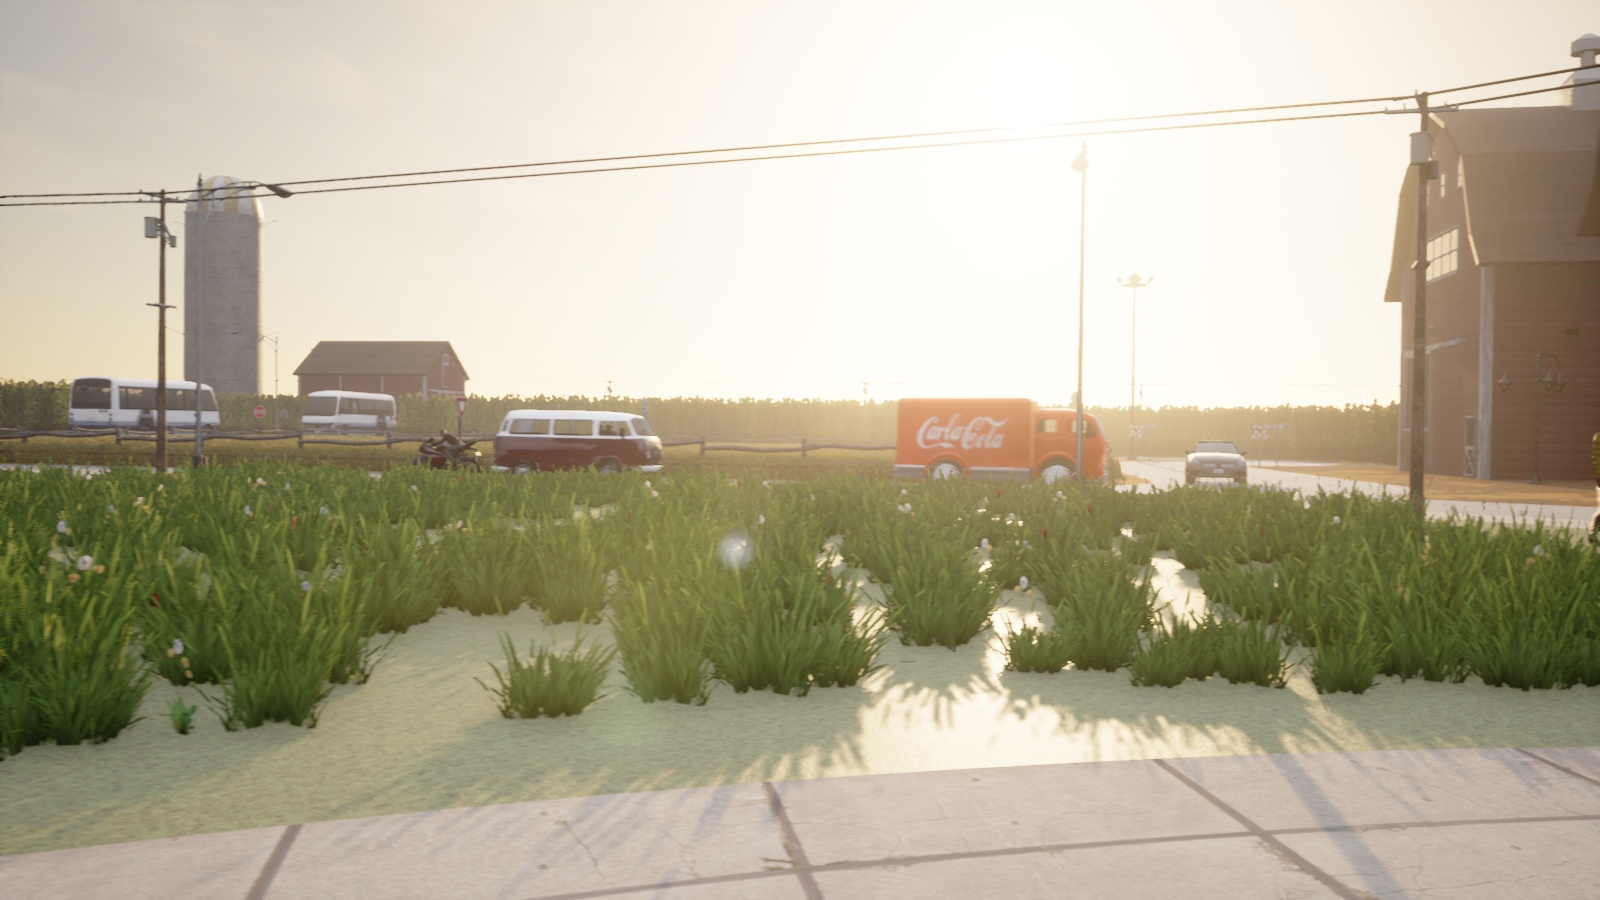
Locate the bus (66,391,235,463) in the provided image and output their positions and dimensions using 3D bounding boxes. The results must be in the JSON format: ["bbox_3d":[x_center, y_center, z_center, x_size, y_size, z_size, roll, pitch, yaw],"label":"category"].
[{"bbox_3d":[-41.237,-1.479,80.366,3.944,4.253,10.273,0,1,12],"label":"bus"}]

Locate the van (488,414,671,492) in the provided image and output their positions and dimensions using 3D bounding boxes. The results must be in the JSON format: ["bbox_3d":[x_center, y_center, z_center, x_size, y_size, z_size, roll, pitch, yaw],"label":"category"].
[{"bbox_3d":[-5.997,0.075,34.430,4.480,2.038,2.069,0,1,10],"label":"van"}]

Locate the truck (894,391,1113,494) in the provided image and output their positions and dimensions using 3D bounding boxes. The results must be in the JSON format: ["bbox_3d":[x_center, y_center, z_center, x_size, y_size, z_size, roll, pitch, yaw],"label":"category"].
[{"bbox_3d":[5.220,-0.197,31.885,5.204,2.467,2.627,0,1,16],"label":"truck"}]

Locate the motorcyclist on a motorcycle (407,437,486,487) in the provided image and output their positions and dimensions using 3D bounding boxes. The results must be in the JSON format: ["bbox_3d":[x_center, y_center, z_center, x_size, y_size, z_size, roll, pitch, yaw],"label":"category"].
[{"bbox_3d":[-10.967,0.361,39.023,2.191,1.530,0.866,0,1,11],"label":"motorcyclist on a motorcycle"}]

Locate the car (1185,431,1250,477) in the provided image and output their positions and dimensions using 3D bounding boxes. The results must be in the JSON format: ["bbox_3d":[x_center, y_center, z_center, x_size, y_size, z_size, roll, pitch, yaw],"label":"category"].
[{"bbox_3d":[13.984,0.105,42.250,1.812,1.442,4.674,0,1,15],"label":"car"}]

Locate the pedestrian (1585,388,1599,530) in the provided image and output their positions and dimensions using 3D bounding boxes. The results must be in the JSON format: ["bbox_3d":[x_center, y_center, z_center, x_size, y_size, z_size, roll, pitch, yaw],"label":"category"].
[{"bbox_3d":[10.571,0.117,16.248,0.431,1.840,0.709,0,1,5],"label":"pedestrian"}]
